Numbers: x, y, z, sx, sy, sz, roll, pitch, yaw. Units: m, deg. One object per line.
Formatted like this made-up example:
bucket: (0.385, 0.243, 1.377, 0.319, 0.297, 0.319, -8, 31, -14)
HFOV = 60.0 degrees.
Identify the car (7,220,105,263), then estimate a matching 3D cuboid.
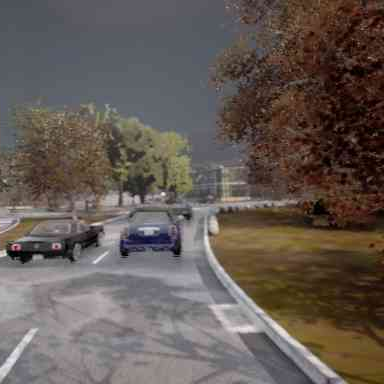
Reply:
car: (-4.683, 1.677, 12.329, 1.895, 1.301, 4.718, -1, 0, 0)

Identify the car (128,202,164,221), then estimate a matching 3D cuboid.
car: (-3.851, 1.603, 28.571, 1.994, 1.385, 4.181, -1, 0, 8)

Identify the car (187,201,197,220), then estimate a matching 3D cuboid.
car: (-0.940, 1.575, 27.421, 1.895, 1.301, 4.718, -1, 0, 4)

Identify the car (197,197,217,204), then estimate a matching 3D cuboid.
car: (3.029, 1.819, 71.563, 4.892, 1.490, 1.837, -2, -1, 43)

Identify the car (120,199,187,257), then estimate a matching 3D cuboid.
car: (-1.416, 1.358, 13.169, 2.097, 1.767, 4.553, -1, 0, 0)

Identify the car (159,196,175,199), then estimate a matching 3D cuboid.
car: (-4.475, 2.078, 73.001, 4.181, 1.385, 1.994, -1, -1, 23)
